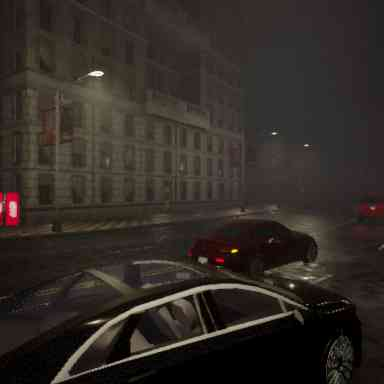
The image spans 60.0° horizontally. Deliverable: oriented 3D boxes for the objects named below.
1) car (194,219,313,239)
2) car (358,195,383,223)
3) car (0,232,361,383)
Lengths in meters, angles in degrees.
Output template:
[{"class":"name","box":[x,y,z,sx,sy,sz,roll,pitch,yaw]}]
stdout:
[{"class":"car","box":[1.932,1.519,9.801,4.674,1.442,1.812,0,0,-44]},{"class":"car","box":[13.997,1.211,24.891,2.150,2.045,5.566,0,0,37]},{"class":"car","box":[-0.103,1.489,3.470,4.902,1.511,2.128,0,0,-37]}]
